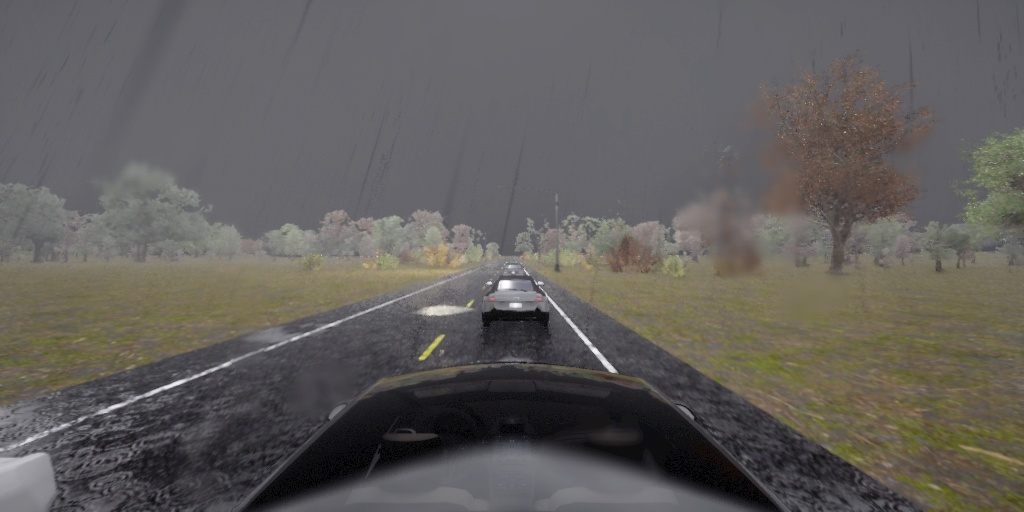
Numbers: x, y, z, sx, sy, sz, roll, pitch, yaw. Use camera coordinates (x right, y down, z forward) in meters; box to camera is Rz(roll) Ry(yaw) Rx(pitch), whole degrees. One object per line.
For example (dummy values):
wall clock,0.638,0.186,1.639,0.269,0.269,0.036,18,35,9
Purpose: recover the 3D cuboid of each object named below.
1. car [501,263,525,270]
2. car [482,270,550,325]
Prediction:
car,0.098,1.299,29.564,2.033,1.411,5.357,0,0,0
car,0.100,1.314,11.776,1.994,1.385,4.181,0,0,0
